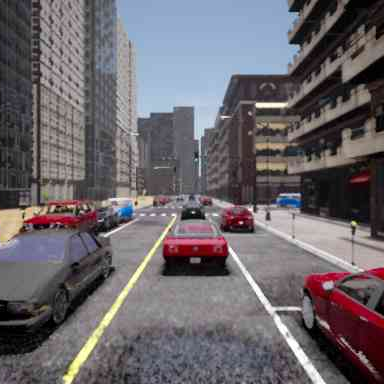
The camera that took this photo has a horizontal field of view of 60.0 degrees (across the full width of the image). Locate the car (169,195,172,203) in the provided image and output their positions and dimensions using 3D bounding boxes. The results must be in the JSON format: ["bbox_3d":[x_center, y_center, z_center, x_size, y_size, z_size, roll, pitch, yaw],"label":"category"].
[{"bbox_3d":[-5.691,1.640,69.440,1.887,1.381,4.507,0,0,0],"label":"car"}]

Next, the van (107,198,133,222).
[{"bbox_3d":[-5.695,1.365,25.995,1.690,1.788,3.998,0,0,0],"label":"van"}]

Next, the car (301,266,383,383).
[{"bbox_3d":[2.686,1.548,3.902,1.887,1.381,4.507,0,0,0],"label":"car"}]

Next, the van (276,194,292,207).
[{"bbox_3d":[13.711,1.163,45.939,3.998,1.788,1.690,-1,1,0],"label":"van"}]

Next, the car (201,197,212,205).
[{"bbox_3d":[2.689,1.630,63.911,1.887,1.381,4.507,0,0,0],"label":"car"}]

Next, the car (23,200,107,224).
[{"bbox_3d":[-5.695,1.327,14.949,2.192,1.841,5.009,0,0,0],"label":"car"}]

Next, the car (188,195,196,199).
[{"bbox_3d":[0.005,1.631,88.268,1.837,1.490,4.892,0,0,0],"label":"car"}]

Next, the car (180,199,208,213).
[{"bbox_3d":[0.100,1.591,28.513,1.994,1.385,4.181,0,0,0],"label":"car"}]

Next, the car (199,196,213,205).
[{"bbox_3d":[2.688,1.620,58.384,1.887,1.381,4.507,0,0,0],"label":"car"}]

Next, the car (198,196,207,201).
[{"bbox_3d":[2.690,1.699,86.022,1.947,1.339,4.313,0,0,0],"label":"car"}]

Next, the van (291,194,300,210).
[{"bbox_3d":[13.732,1.192,37.559,3.998,1.788,1.690,-1,1,0],"label":"van"}]

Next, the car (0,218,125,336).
[{"bbox_3d":[-3.100,1.553,7.245,2.033,1.411,5.357,0,0,0],"label":"car"}]

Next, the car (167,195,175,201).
[{"bbox_3d":[-5.690,1.672,91.380,1.752,1.417,4.829,0,0,0],"label":"car"}]

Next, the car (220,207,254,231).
[{"bbox_3d":[2.686,1.562,20.470,1.887,1.381,4.507,0,0,0],"label":"car"}]

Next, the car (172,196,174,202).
[{"bbox_3d":[-5.691,1.673,74.968,1.947,1.339,4.313,0,0,0],"label":"car"}]

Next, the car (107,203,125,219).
[{"bbox_3d":[-5.694,1.583,20.472,1.947,1.339,4.313,0,0,0],"label":"car"}]

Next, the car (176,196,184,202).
[{"bbox_3d":[-2.995,1.718,81.807,1.895,1.301,4.718,0,0,0],"label":"car"}]

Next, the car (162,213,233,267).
[{"bbox_3d":[0.098,1.610,11.404,1.895,1.301,4.718,0,0,0],"label":"car"}]

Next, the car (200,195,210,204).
[{"bbox_3d":[2.688,1.536,69.439,1.967,1.590,4.097,0,0,0],"label":"car"}]

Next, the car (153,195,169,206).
[{"bbox_3d":[-5.693,1.390,58.385,2.192,1.841,5.009,0,0,0],"label":"car"}]
